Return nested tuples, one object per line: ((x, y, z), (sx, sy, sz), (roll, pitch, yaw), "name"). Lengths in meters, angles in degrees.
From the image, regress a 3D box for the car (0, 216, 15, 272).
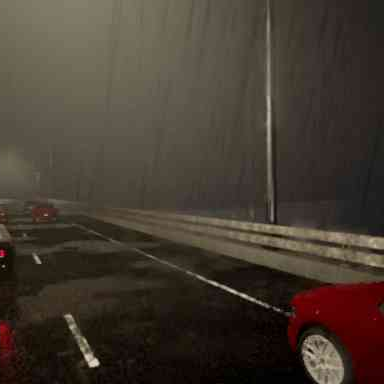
((-6.616, 1.658, 10.301), (1.895, 1.301, 4.718), (0, 0, -30), "car")

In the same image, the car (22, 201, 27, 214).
((-18.507, 1.672, 38.490), (1.882, 1.535, 5.008), (0, 0, -28), "car")

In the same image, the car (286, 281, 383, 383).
((3.049, 1.462, 2.798), (1.882, 1.535, 5.008), (0, 0, -30), "car")

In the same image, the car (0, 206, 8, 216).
((-15.927, 1.749, 26.774), (1.895, 1.301, 4.718), (0, 0, -29), "car")

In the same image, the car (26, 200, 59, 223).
((-12.124, 1.601, 27.108), (1.882, 1.535, 5.008), (0, 0, -29), "car")
